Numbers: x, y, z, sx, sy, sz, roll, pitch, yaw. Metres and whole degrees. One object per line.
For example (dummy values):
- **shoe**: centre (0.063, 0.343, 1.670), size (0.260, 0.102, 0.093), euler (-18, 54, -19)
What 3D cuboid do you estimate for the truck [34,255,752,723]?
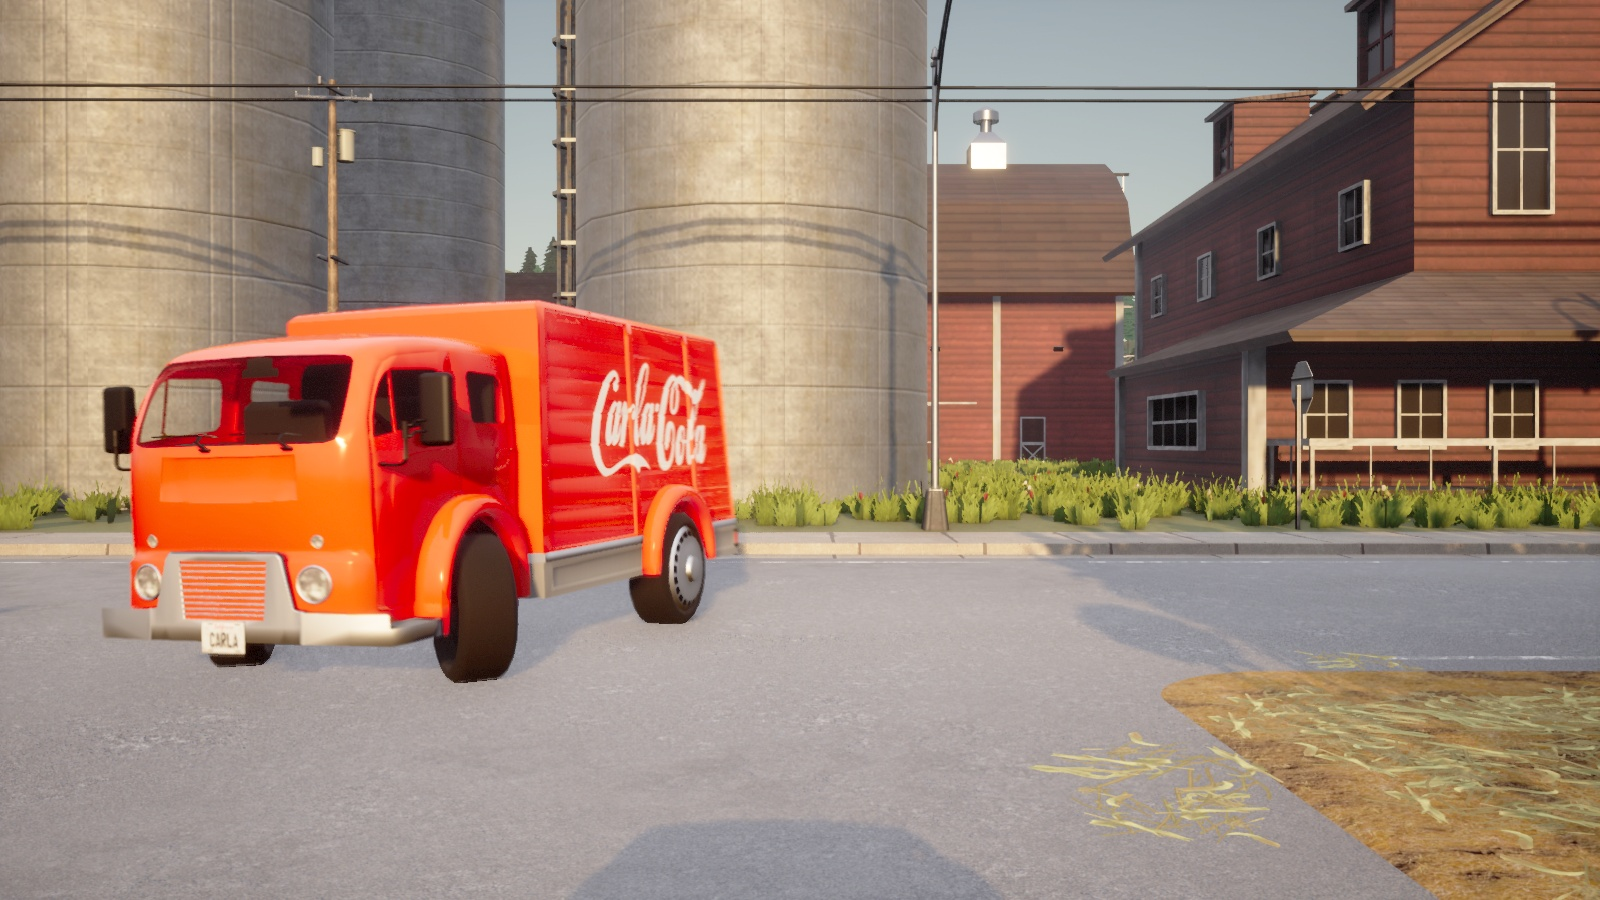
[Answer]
- **truck**: centre (-2.468, 0.197, 9.495), size (2.627, 2.467, 5.204), euler (-1, 0, 17)
